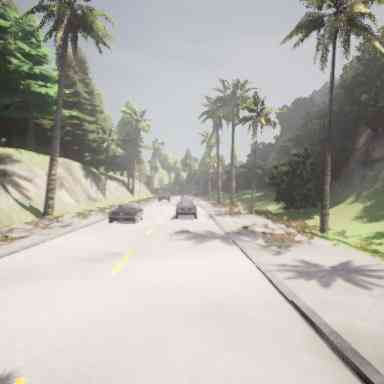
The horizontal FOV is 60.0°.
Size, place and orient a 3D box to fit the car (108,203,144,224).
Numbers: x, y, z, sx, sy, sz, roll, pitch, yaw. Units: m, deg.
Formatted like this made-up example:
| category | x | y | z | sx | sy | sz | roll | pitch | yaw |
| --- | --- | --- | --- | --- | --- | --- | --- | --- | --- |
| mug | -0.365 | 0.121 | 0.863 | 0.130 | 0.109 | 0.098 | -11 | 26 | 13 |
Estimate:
| category | x | y | z | sx | sy | sz | roll | pitch | yaw |
| --- | --- | --- | --- | --- | --- | --- | --- | --- | --- |
| car | -4.555 | 1.467 | 23.417 | 1.895 | 1.301 | 4.718 | 0 | 0 | -1 |

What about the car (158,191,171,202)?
| category | x | y | z | sx | sy | sz | roll | pitch | yaw |
| --- | --- | --- | --- | --- | --- | --- | --- | --- | --- |
| car | -5.362 | 0.862 | 65.028 | 2.150 | 2.045 | 5.566 | 0 | 1 | -1 |

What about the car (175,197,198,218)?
| category | x | y | z | sx | sy | sz | roll | pitch | yaw |
| --- | --- | --- | --- | --- | --- | --- | --- | --- | --- |
| car | -0.497 | 1.410 | 28.470 | 2.033 | 1.411 | 5.357 | 0 | 0 | -1 |
